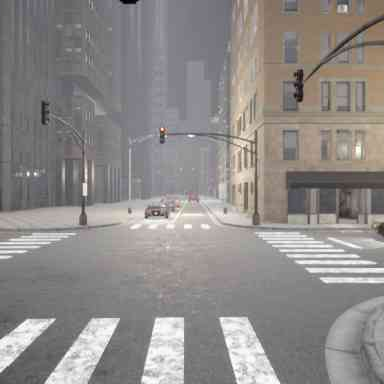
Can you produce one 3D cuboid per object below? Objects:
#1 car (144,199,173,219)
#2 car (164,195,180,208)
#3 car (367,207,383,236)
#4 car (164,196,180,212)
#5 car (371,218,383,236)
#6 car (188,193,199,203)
[{"bbox_3d":[-2.986,1.573,29.427,1.994,1.385,4.181,0,0,0],"label":"car"},{"bbox_3d":[-2.900,1.367,49.180,2.097,1.767,4.553,0,0,0],"label":"car"},{"bbox_3d":[12.181,1.519,17.735,4.829,1.417,1.752,0,0,-1],"label":"car"},{"bbox_3d":[-2.943,1.504,39.282,2.128,1.511,4.902,0,0,0],"label":"car"},{"bbox_3d":[10.784,1.560,15.041,4.181,1.385,1.994,0,0,2],"label":"car"},{"bbox_3d":[0.345,1.200,70.258,2.150,2.045,5.566,0,0,0],"label":"car"}]
